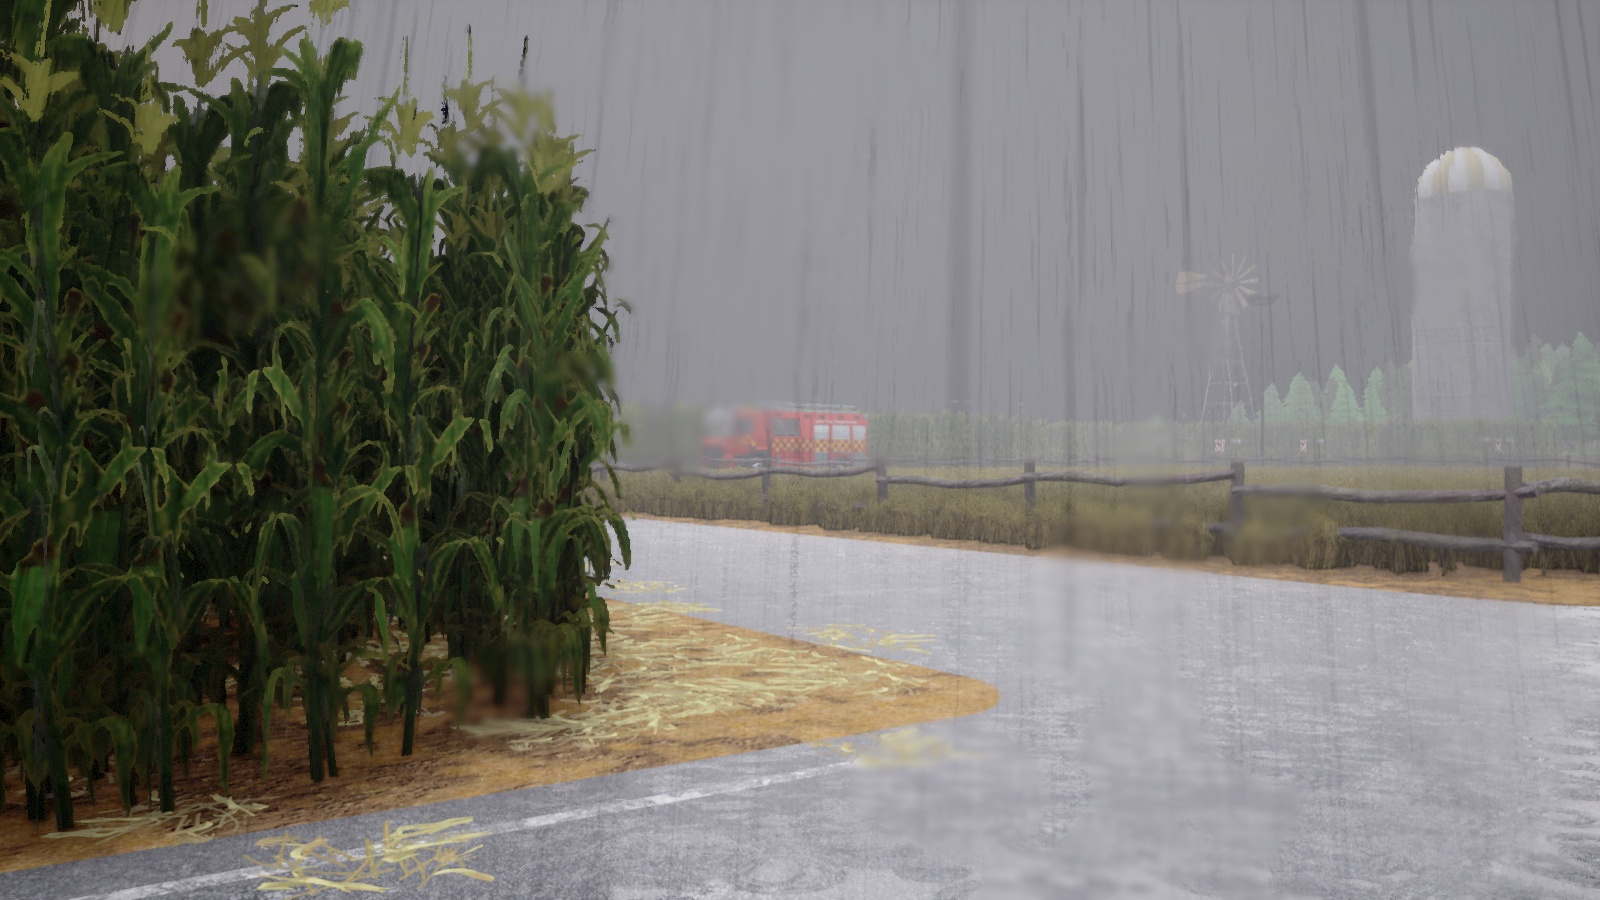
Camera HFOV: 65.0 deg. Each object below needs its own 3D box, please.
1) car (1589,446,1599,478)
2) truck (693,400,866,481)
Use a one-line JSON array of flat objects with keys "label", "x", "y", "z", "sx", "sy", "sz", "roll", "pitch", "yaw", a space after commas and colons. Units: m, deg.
[{"label": "car", "x": 43.210, "y": 0.597, "z": 63.847, "sx": 2.033, "sy": 1.649, "sz": 4.856, "roll": 0, "pitch": 0, "yaw": -38}, {"label": "truck", "x": -0.945, "y": -0.414, "z": 62.831, "sx": 8.468, "sy": 3.827, "sz": 2.891, "roll": 0, "pitch": 0, "yaw": -34}]
